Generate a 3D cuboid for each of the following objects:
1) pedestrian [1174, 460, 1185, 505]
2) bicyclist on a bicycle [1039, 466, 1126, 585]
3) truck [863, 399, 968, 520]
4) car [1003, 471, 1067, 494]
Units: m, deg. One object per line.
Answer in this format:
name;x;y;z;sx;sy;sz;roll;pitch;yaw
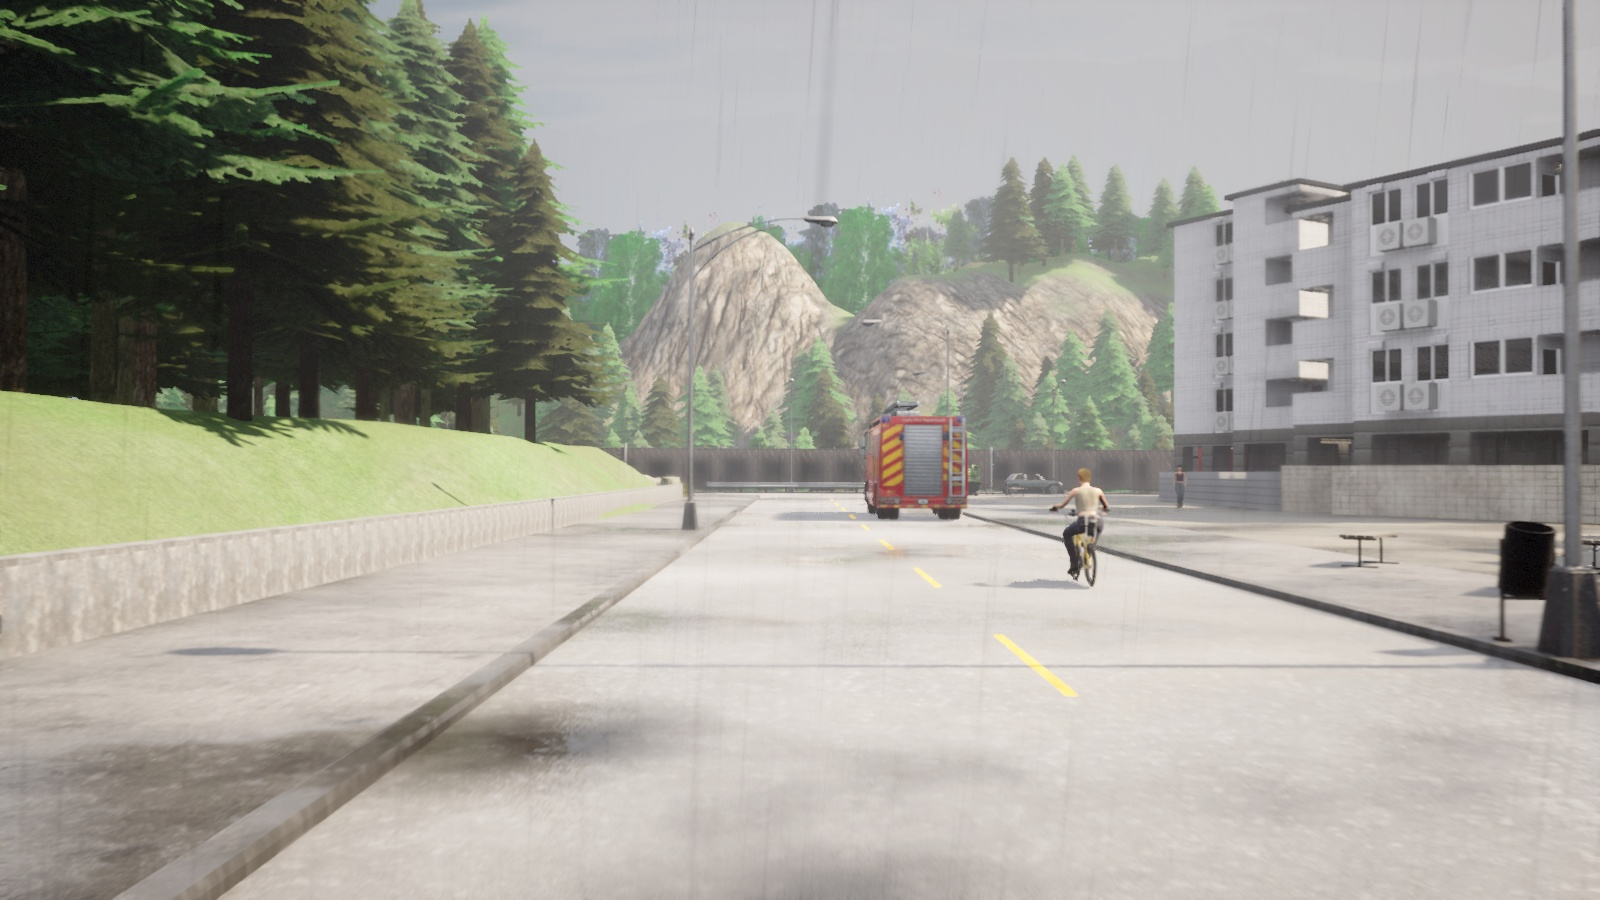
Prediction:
pedestrian;15.611;1.327;51.658;0.345;1.836;0.594;0;-1;9
bicyclist on a bicycle;3.964;1.032;17.724;0.866;1.612;1.509;0;-1;0
truck;3.893;0.376;44.321;2.891;3.827;8.468;0;-1;0
car;15.376;2.097;82.323;3.806;1.475;1.970;0;-1;-2
